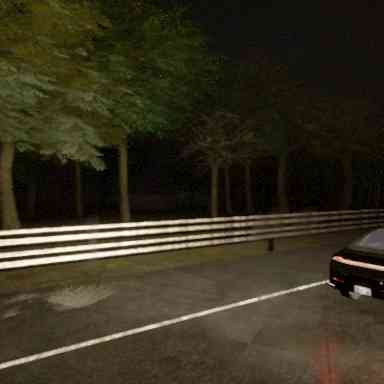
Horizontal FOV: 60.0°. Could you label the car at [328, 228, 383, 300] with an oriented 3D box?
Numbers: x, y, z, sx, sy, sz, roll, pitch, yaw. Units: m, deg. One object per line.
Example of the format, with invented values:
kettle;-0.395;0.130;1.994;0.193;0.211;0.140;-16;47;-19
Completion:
car;4.951;1.487;7.115;4.902;1.511;2.128;0;0;-34
